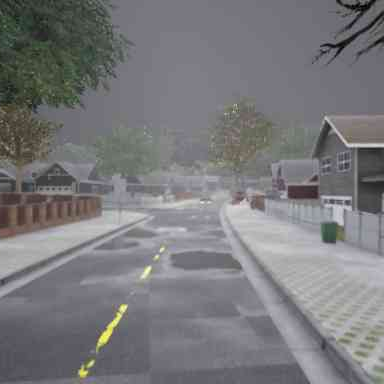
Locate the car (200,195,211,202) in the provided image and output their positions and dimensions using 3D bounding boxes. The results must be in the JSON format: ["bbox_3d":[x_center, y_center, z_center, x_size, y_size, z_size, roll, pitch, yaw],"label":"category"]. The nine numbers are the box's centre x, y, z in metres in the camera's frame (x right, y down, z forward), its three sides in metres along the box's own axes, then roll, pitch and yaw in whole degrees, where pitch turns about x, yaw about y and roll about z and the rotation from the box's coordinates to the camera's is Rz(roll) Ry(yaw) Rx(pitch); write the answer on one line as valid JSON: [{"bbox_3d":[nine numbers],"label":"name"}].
[{"bbox_3d":[2.846,1.285,67.666,1.994,1.385,4.181,0,1,9],"label":"car"}]
